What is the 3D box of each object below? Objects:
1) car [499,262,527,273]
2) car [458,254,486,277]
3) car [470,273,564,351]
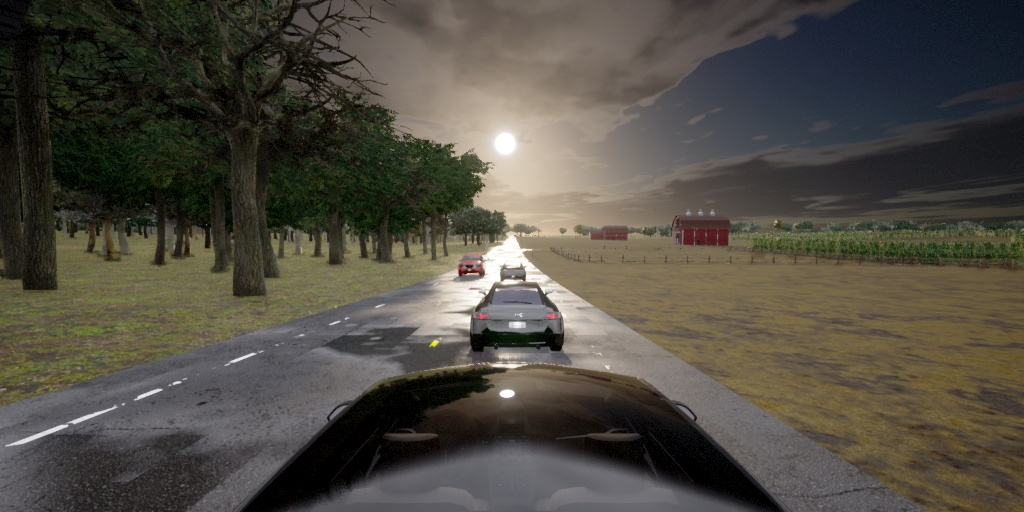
[{"bbox_3d":[0.074,1.165,26.659,2.128,1.511,4.902,0,1,0],"label":"car"},{"bbox_3d":[-3.630,0.814,33.285,2.150,2.045,5.566,0,1,0],"label":"car"},{"bbox_3d":[0.093,1.307,8.972,1.994,1.385,4.181,0,0,0],"label":"car"}]
